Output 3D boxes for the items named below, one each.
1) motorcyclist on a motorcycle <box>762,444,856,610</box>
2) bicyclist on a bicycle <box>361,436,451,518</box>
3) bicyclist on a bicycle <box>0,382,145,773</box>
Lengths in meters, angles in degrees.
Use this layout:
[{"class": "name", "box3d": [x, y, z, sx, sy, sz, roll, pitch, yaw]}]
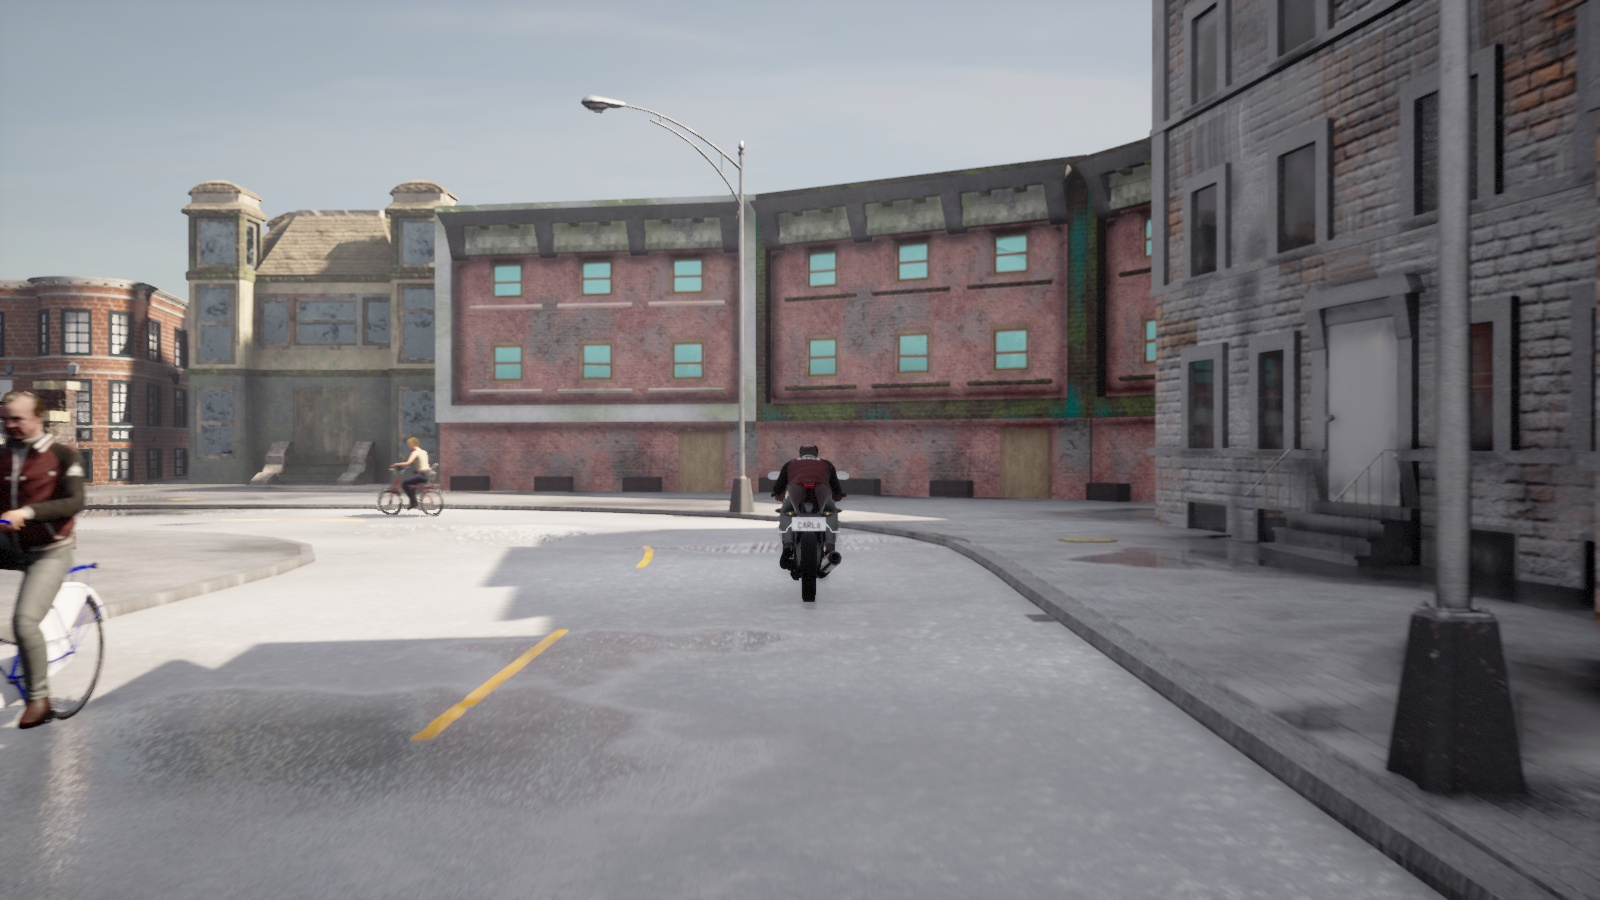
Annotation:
[{"class": "motorcyclist on a motorcycle", "box3d": [0.088, 0.710, 12.755, 0.866, 1.530, 2.191, 0, 0, 0]}, {"class": "bicyclist on a bicycle", "box3d": [-8.015, 0.534, 25.575, 1.509, 1.612, 0.866, 0, 2, 15]}, {"class": "bicyclist on a bicycle", "box3d": [-3.965, 0.580, 6.050, 0.659, 1.776, 1.843, 0, 0, 0]}]
